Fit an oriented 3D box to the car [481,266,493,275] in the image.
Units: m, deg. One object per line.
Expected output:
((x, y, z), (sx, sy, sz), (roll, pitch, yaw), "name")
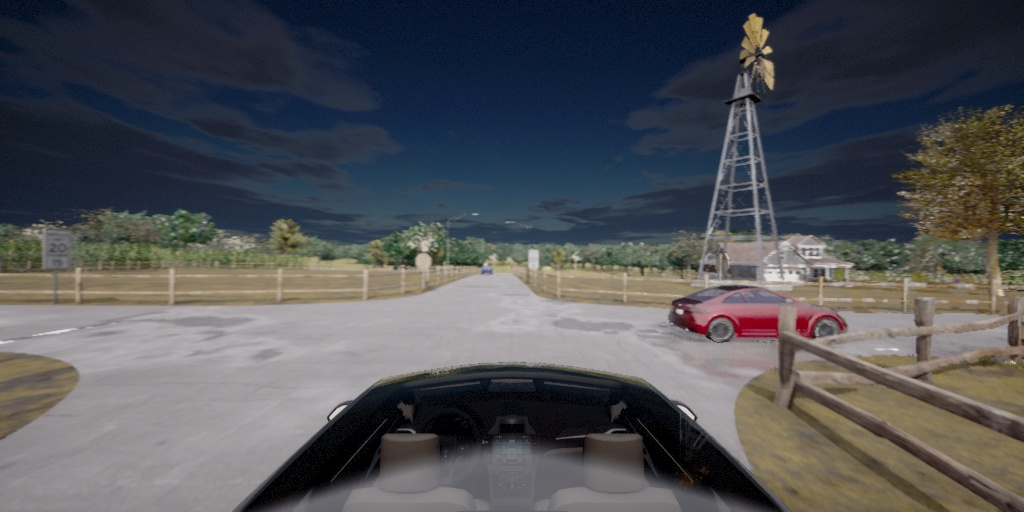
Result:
((-4.274, 2.418, 61.476), (1.882, 1.535, 5.008), (1, -2, -1), "car")

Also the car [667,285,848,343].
((6.583, 1.511, 9.883), (4.181, 1.385, 1.994), (1, 0, -1), "car")
